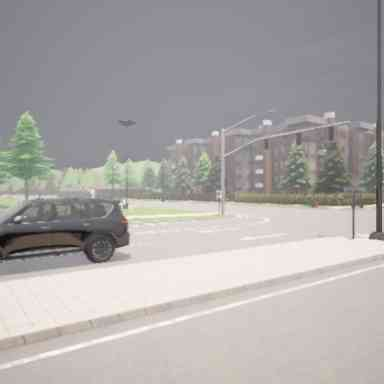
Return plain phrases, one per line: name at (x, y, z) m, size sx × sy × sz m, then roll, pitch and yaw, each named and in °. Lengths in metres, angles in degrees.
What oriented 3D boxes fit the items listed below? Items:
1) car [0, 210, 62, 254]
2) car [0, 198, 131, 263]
car at (-7.706, 1.506, 12.581) m, size 4.892 × 1.490 × 1.837 m, roll 0°, pitch 0°, yaw -35°
car at (-4.688, 1.223, 10.426) m, size 5.566 × 2.045 × 2.150 m, roll 0°, pitch 0°, yaw -35°
